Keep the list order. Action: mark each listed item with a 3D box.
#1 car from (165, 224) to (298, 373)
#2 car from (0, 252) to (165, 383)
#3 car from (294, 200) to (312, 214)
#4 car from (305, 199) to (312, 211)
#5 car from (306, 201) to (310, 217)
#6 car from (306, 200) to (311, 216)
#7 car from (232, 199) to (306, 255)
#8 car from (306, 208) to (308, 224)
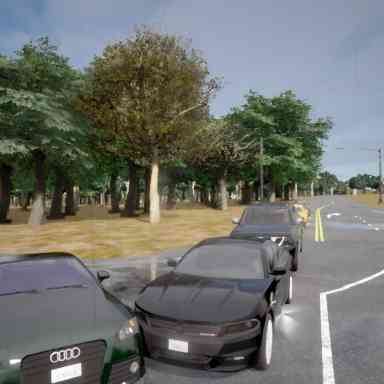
[{"bbox_3d":[0.751,1.612,6.226,1.882,1.535,5.008,-1,-2,21],"label":"car"},{"bbox_3d":[-2.297,1.642,4.933,1.994,1.385,4.181,1,-2,-33],"label":"car"},{"bbox_3d":[13.382,1.745,40.094,1.812,1.442,4.674,-1,0,21],"label":"car"},{"bbox_3d":[11.378,1.561,34.887,2.097,1.767,4.553,-1,0,21],"label":"car"},{"bbox_3d":[7.275,1.662,24.014,1.882,1.535,5.008,-1,0,21],"label":"car"},{"bbox_3d":[9.342,1.723,29.515,1.812,1.442,4.674,-1,0,21],"label":"car"},{"bbox_3d":[2.881,1.459,12.363,2.150,2.045,5.566,-2,0,21],"label":"car"},{"bbox_3d":[5.117,1.773,18.264,1.895,1.301,4.718,-1,0,21],"label":"car"}]
